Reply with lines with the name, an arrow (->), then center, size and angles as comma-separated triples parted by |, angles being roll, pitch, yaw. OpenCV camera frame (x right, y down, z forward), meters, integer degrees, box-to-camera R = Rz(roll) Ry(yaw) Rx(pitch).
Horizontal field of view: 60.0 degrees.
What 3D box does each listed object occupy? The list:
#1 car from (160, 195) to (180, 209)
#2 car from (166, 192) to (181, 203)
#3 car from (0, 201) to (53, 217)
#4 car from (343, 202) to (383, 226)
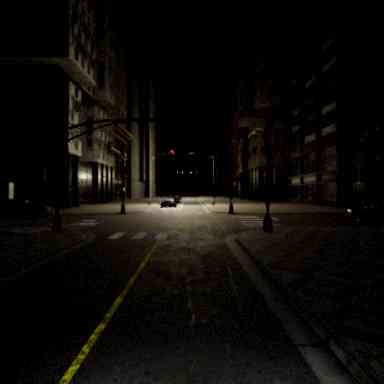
car -> -3.002, 1.459, 43.588 | 1.994, 1.385, 4.181 | 0, 1, 0
car -> -3.002, 1.345, 59.833 | 2.128, 1.511, 4.902 | 0, 1, 0
car -> -15.018, 1.480, 29.725 | 4.829, 1.417, 1.752 | 0, 0, 0
car -> 11.894, 1.327, 21.038 | 4.097, 1.590, 1.967 | 0, 0, 0
